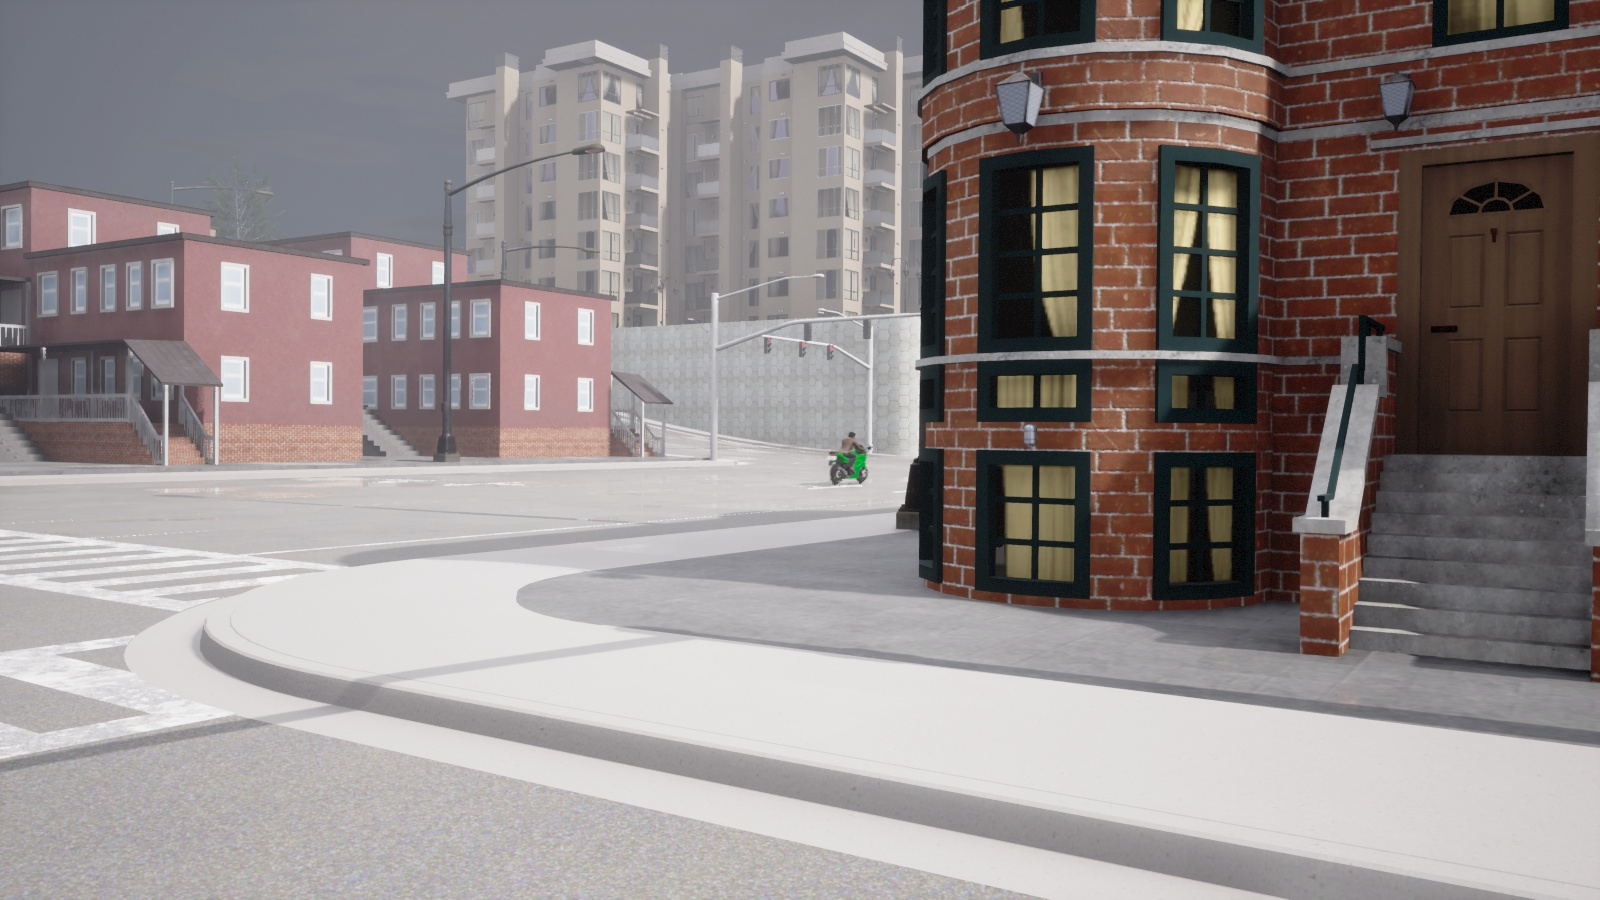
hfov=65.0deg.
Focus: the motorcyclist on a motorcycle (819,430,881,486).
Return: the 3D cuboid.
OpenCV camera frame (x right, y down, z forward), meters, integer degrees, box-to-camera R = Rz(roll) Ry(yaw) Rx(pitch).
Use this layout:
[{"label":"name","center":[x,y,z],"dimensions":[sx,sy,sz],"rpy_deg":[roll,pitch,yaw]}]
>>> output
[{"label":"motorcyclist on a motorcycle","center":[1.428,0.212,35.757],"dimensions":[0.797,1.523,2.044],"rpy_deg":[0,1,34]}]
